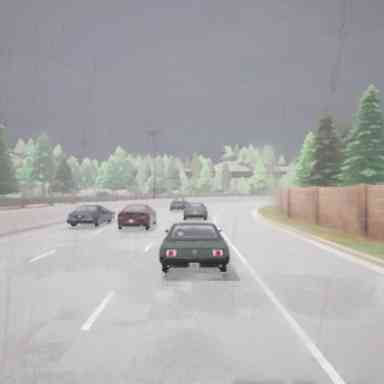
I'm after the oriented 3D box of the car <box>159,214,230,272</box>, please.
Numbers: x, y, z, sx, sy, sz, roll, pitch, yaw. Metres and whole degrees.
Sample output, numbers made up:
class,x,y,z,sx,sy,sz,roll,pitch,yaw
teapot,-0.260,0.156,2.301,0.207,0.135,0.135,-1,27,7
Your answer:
class,x,y,z,sx,sy,sz,roll,pitch,yaw
car,0.054,1.612,10.821,1.895,1.301,4.718,0,0,0

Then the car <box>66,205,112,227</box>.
class,x,y,z,sx,sy,sz,roll,pitch,yaw
car,-6.909,1.586,23.153,2.033,1.411,5.357,0,0,2

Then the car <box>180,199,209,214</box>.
class,x,y,z,sx,sy,sz,roll,pitch,yaw
car,0.384,1.592,28.204,1.994,1.385,4.181,0,0,4

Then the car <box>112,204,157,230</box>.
class,x,y,z,sx,sy,sz,roll,pitch,yaw
car,-3.437,1.507,21.478,1.882,1.535,5.008,0,0,1

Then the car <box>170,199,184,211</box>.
class,x,y,z,sx,sy,sz,roll,pitch,yaw
car,-1.297,1.535,40.776,2.128,1.511,4.902,0,0,12
